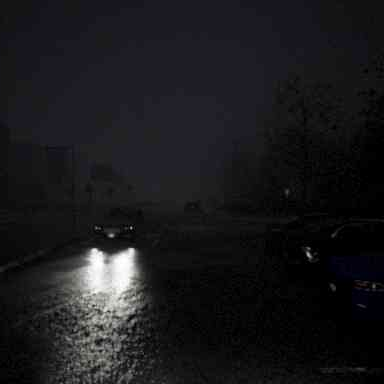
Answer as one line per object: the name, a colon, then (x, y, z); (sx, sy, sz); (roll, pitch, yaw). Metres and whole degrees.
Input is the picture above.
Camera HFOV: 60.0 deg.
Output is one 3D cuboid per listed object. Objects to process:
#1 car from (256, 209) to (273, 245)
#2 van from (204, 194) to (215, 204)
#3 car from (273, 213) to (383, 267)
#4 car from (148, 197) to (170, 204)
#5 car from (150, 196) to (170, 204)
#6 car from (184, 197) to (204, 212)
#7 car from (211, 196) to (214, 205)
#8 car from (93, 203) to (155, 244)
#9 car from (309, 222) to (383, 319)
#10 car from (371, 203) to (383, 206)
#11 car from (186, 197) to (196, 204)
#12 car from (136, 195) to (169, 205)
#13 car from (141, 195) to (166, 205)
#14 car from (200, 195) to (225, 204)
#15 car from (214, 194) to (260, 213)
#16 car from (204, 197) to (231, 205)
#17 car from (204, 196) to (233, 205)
car: (5.083, 1.517, 12.678); (4.674, 1.452, 2.002); (0, 0, 0)
van: (4.782, 1.385, 60.981); (4.442, 1.987, 1.878); (0, -1, 0)
car: (5.080, 1.479, 9.402); (4.892, 1.521, 2.231); (0, 0, 0)
car: (-7.520, 1.966, 76.578); (5.008, 1.535, 2.097); (0, -2, -1)
car: (-7.534, 1.932, 79.616); (4.553, 1.767, 2.185); (0, -2, -1)
car: (0.078, 1.468, 38.838); (1.882, 1.535, 5.008); (0, 0, 0)
car: (5.048, 1.512, 40.184); (4.674, 1.452, 2.002); (0, 0, 0)
car: (-3.251, 1.491, 15.874); (2.128, 1.511, 4.902); (0, 0, 0)
car: (5.091, 1.478, 6.129); (5.008, 1.535, 2.097); (0, 0, 0)
car: (17.523, 1.329, 28.499); (5.008, 1.535, 1.882); (-1, -3, 0)
car: (-0.312, 1.921, 73.472); (2.128, 1.511, 4.902); (0, -2, -1)
car: (-7.559, 1.613, 61.518); (5.366, 1.575, 1.946); (0, -1, 0)
car: (-7.368, 1.541, 64.440); (4.553, 1.767, 2.185); (0, -1, -1)
car: (4.702, 1.748, 77.613); (5.566, 2.045, 2.435); (0, -2, -1)
car: (5.120, 1.346, 37.014); (4.553, 1.767, 2.185); (0, 0, 0)
car: (5.037, 1.706, 66.434); (5.366, 1.575, 1.946); (0, -1, -1)
car: (5.060, 1.655, 63.773); (5.366, 1.575, 1.946); (0, -1, 0)
